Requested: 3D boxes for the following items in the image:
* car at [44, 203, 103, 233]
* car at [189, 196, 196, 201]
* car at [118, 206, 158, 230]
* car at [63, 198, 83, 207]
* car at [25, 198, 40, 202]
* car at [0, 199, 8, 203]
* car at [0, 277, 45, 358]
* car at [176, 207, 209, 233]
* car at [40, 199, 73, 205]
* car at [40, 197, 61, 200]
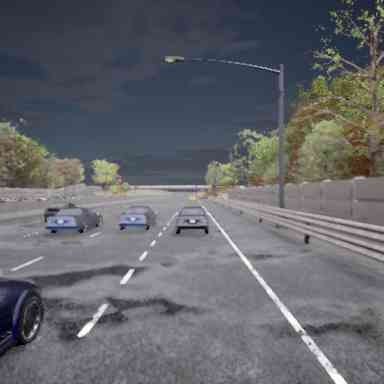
[{"bbox_3d":[-6.871,1.607,19.915,2.033,1.411,5.357,0,0,0],"label":"car"},{"bbox_3d":[0.133,1.810,92.591,1.882,1.535,5.008,0,0,0],"label":"car"},{"bbox_3d":[-3.368,1.601,21.454,2.033,1.411,5.357,0,0,0],"label":"car"},{"bbox_3d":[-20.937,1.818,58.724,1.895,1.301,4.718,0,0,1],"label":"car"},{"bbox_3d":[-27.923,1.796,59.004,1.994,1.385,4.181,0,0,0],"label":"car"},{"bbox_3d":[-31.454,1.785,53.378,1.994,1.385,4.181,0,0,1],"label":"car"},{"bbox_3d":[-3.393,1.580,3.748,1.994,1.385,4.181,0,0,0],"label":"car"},{"bbox_3d":[0.028,1.589,19.882,2.033,1.411,5.357,0,0,0],"label":"car"},{"bbox_3d":[-10.360,1.590,27.160,1.837,1.490,4.892,0,0,0],"label":"car"},{"bbox_3d":[-24.426,1.727,59.144,2.128,1.511,4.902,0,0,0],"label":"car"}]
